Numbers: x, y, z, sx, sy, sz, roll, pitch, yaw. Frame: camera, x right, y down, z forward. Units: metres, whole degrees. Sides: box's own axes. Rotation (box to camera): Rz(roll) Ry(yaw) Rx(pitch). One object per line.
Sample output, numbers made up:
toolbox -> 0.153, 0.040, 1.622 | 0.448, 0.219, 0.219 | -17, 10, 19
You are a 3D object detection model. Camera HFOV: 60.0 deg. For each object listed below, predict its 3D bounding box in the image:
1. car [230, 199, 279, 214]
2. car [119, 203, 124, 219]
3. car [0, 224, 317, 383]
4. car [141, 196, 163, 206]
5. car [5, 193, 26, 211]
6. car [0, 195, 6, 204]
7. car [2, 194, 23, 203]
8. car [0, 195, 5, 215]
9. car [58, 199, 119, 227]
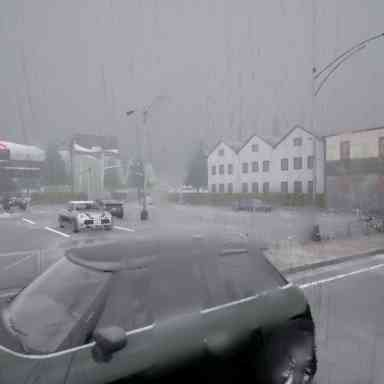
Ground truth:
car -> 6.152, 1.371, 33.702 | 2.033, 1.411, 5.357 | 0, 0, -35
car -> -6.810, 1.313, 25.488 | 2.007, 1.523, 4.514 | 0, 0, -36
car -> -0.794, 1.352, 3.424 | 4.553, 1.767, 2.097 | 0, 0, -36
car -> -6.234, 1.349, 51.250 | 1.812, 1.442, 4.674 | 0, 0, -35
car -> -20.193, 1.092, 37.895 | 1.905, 1.878, 3.866 | 0, 0, -36
car -> -39.548, 1.495, 65.854 | 4.611, 1.667, 2.242 | 0, 0, -36
car -> -39.319, 1.328, 72.983 | 3.866, 1.878, 1.905 | 0, 0, -36
car -> -18.283, 1.113, 29.585 | 1.932, 1.855, 4.605 | 0, 0, -36
car -> -5.683, 1.248, 17.625 | 1.970, 1.475, 3.806 | 0, 0, -36
